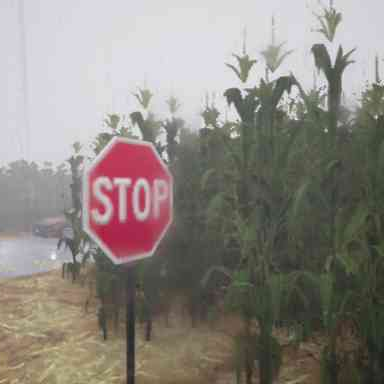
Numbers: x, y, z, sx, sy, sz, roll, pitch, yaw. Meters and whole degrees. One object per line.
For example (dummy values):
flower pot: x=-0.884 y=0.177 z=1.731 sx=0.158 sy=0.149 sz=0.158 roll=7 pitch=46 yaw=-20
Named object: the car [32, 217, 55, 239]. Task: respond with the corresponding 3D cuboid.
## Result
car: x=-5.276 y=1.436 z=16.496 sx=1.882 sy=1.535 sz=5.008 roll=0 pitch=0 yaw=36
